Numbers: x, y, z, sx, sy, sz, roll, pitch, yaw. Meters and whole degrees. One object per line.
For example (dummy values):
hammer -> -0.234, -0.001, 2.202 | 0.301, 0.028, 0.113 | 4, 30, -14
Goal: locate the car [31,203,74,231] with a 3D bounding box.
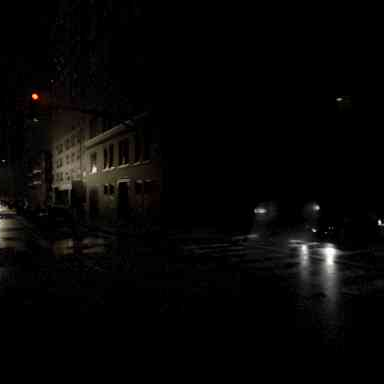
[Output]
car -> -8.686, 1.595, 21.030 | 1.947, 1.339, 4.313 | 1, 0, -32

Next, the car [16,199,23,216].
car -> -14.570, 1.596, 30.396 | 2.008, 1.369, 4.403 | 1, 0, -32

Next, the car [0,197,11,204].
car -> -38.106, 1.684, 67.863 | 1.802, 1.307, 4.206 | 1, 0, -32

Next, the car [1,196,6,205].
car -> -29.280, 1.633, 53.813 | 2.008, 1.369, 4.403 | 1, 0, -32

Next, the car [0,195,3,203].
car -> -35.164, 1.661, 63.180 | 1.947, 1.339, 4.313 | 1, 0, -32

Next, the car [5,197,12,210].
car -> -23.396, 1.634, 44.446 | 1.947, 1.339, 4.313 | 1, 0, -32

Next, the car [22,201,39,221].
car -> -11.628, 1.582, 25.713 | 1.887, 1.381, 4.507 | 1, 0, -32

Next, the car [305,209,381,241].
car -> 8.031, 1.663, 17.573 | 4.892, 1.490, 1.837 | 0, -1, -32

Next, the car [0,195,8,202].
car -> -43.989, 1.556, 77.230 | 1.967, 1.590, 4.097 | 1, 0, -32

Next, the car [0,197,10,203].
car -> -41.048, 1.675, 72.546 | 1.947, 1.339, 4.313 | 1, 0, -32

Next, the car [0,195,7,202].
car -> -46.931, 1.563, 81.913 | 1.967, 1.590, 4.097 | 1, 0, -32

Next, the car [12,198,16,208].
car -> -17.512, 1.598, 35.080 | 1.887, 1.381, 4.507 | 1, 0, -32
